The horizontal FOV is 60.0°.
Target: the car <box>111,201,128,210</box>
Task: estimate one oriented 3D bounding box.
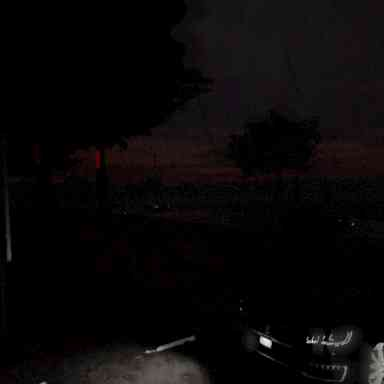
[{"bbox_3d":[-13.011,2.205,57.347,1.812,1.442,4.674,-3,0,-28],"label":"car"}]

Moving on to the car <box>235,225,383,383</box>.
[{"bbox_3d":[2.832,1.493,5.271,4.892,1.490,1.837,0,0,-35],"label":"car"}]

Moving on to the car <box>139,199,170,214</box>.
[{"bbox_3d":[-4.527,1.742,42.030,2.097,1.767,4.553,-3,1,-30],"label":"car"}]

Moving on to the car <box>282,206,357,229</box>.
[{"bbox_3d":[8.085,1.657,21.504,2.128,1.511,4.902,-3,1,-33],"label":"car"}]

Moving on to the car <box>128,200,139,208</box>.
[{"bbox_3d":[-10.057,2.139,59.512,1.895,1.301,4.718,-3,0,-28],"label":"car"}]
